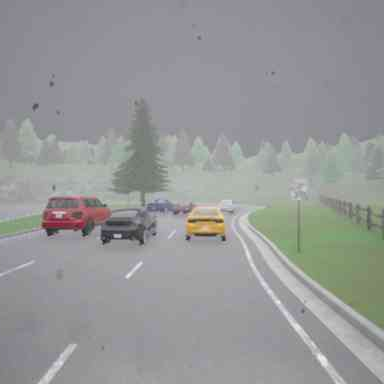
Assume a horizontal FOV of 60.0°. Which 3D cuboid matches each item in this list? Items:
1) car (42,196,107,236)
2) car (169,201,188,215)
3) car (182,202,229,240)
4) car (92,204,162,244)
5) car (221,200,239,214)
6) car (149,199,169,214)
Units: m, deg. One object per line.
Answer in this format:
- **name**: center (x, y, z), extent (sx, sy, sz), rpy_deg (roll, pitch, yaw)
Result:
- **car**: center (-6.181, 1.238, 18.558), extent (2.150, 2.045, 5.566), rpy_deg (0, 0, 4)
- **car**: center (-0.482, 1.630, 33.315), extent (1.895, 1.301, 4.718), rpy_deg (0, 0, 13)
- **car**: center (0.753, 1.493, 17.283), extent (1.882, 1.535, 5.008), rpy_deg (0, 0, 4)
- **car**: center (-2.841, 1.519, 15.771), extent (1.837, 1.490, 4.892), rpy_deg (0, 0, 3)
- **car**: center (3.835, 1.556, 35.801), extent (1.812, 1.442, 4.674), rpy_deg (0, 0, 16)
- **car**: center (-3.251, 1.509, 36.346), extent (1.882, 1.535, 5.008), rpy_deg (0, 0, 15)
